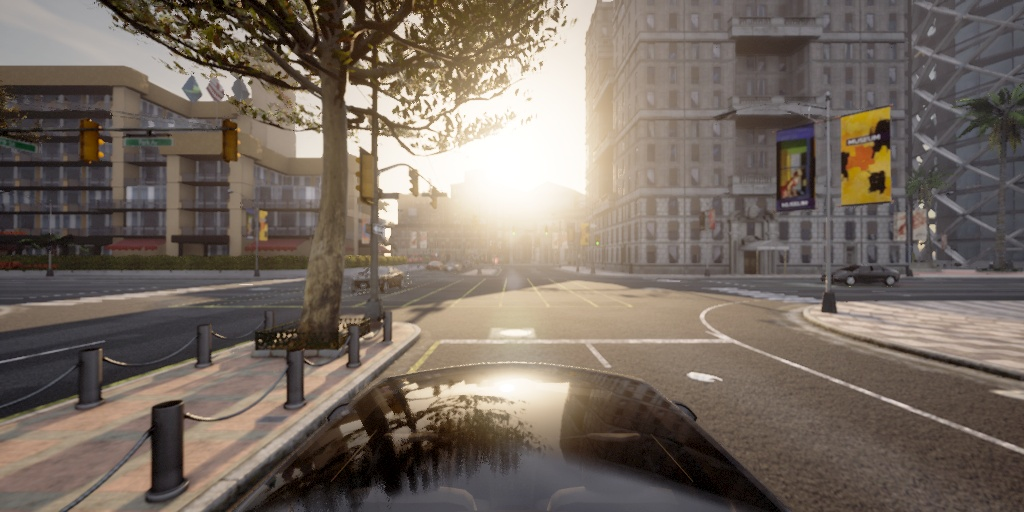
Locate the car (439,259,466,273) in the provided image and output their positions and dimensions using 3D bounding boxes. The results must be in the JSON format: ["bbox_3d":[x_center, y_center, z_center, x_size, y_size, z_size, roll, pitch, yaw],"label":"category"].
[{"bbox_3d":[-8.038,1.510,48.762,2.128,1.511,4.902,0,0,0],"label":"car"}]

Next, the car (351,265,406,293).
[{"bbox_3d":[-7.980,1.342,21.777,1.882,1.535,5.008,0,-1,0],"label":"car"}]

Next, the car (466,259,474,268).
[{"bbox_3d":[-7.934,1.353,64.733,2.128,1.511,4.902,0,0,0],"label":"car"}]

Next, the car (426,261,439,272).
[{"bbox_3d":[-11.526,1.524,53.699,1.882,1.535,5.008,0,0,0],"label":"car"}]

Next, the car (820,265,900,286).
[{"bbox_3d":[25.838,1.399,26.694,4.892,1.490,1.837,0,0,0],"label":"car"}]
